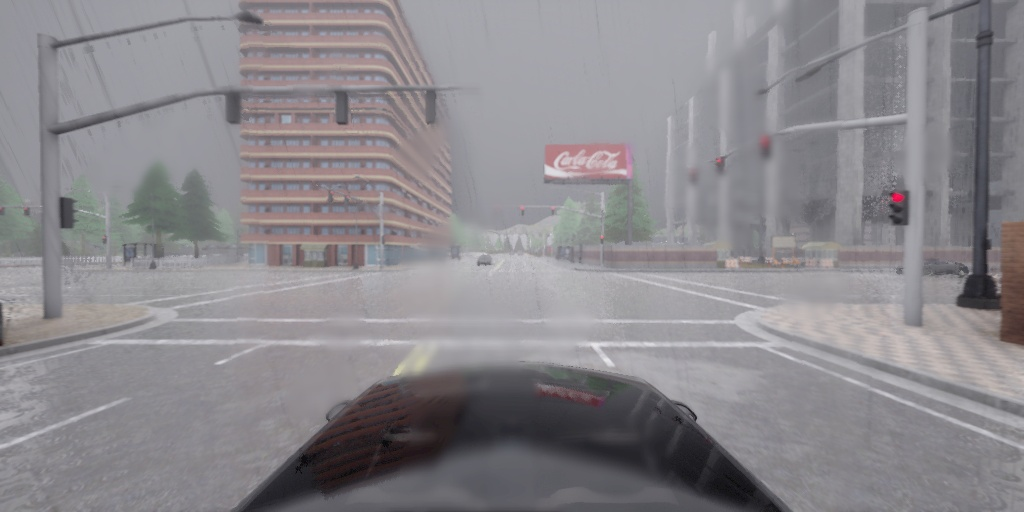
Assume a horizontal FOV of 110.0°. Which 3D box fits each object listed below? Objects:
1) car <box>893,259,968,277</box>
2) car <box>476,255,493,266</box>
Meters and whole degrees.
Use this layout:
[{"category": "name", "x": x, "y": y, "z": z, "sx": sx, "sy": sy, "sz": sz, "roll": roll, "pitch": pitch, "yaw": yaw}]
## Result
[{"category": "car", "x": 32.791, "y": 0.905, "z": 28.174, "sx": 4.181, "sy": 1.385, "sz": 1.994, "roll": 0, "pitch": 1, "yaw": 0}, {"category": "car", "x": -3.513, "y": 0.627, "z": 46.662, "sx": 1.837, "sy": 1.490, "sz": 4.892, "roll": 0, "pitch": 2, "yaw": 0}]
